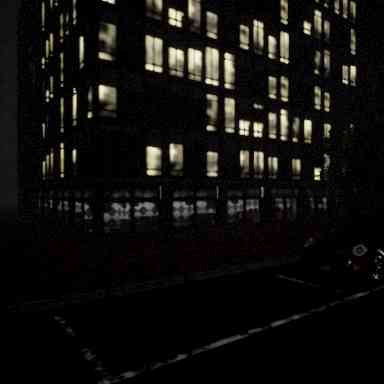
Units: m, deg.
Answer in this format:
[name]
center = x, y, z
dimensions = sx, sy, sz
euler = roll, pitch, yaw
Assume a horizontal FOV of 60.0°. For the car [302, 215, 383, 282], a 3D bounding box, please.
[car]
center = 5.036, 1.422, 9.672
dimensions = 4.097, 1.590, 1.967
euler = 0, 0, -35
